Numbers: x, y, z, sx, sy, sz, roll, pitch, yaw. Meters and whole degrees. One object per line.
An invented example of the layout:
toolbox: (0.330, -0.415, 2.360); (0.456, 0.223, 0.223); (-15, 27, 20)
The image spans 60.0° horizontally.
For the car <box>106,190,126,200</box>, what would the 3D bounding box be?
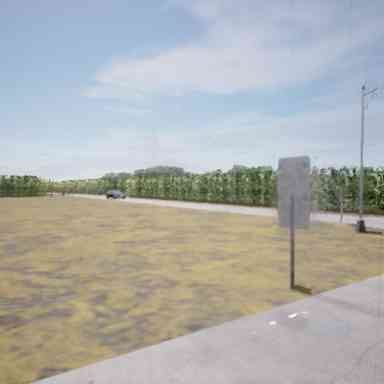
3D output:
car: (-12.462, 0.428, 54.392); (2.128, 1.511, 4.902); (0, 1, -35)
